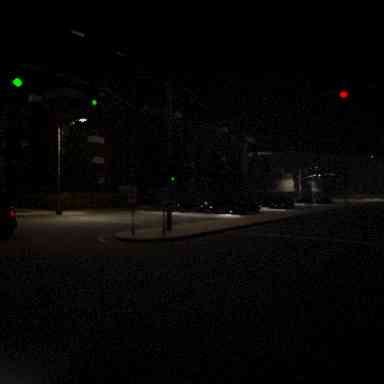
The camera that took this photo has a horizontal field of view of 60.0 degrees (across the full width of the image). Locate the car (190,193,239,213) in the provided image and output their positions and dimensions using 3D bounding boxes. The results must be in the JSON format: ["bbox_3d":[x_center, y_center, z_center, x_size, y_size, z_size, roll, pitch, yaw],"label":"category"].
[{"bbox_3d":[2.572,1.096,35.715,2.150,2.045,5.566,0,0,35],"label":"car"}]

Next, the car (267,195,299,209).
[{"bbox_3d":[11.688,1.398,42.621,1.837,1.490,4.892,0,1,35],"label":"car"}]

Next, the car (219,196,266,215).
[{"bbox_3d":[5.149,1.445,33.300,2.033,1.411,5.357,0,0,35],"label":"car"}]

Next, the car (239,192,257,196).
[{"bbox_3d":[8.058,1.072,49.615,2.150,2.045,5.566,0,0,35],"label":"car"}]

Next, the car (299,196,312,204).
[{"bbox_3d":[20.685,1.473,61.403,1.895,1.301,4.718,0,0,35],"label":"car"}]

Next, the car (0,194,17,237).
[{"bbox_3d":[-10.568,1.101,15.823,5.566,2.045,2.150,0,0,35],"label":"car"}]

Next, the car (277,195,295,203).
[{"bbox_3d":[18.020,1.378,63.692,1.812,1.442,4.674,0,0,35],"label":"car"}]

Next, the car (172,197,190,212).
[{"bbox_3d":[-0.908,1.353,36.846,1.837,1.490,4.892,0,1,35],"label":"car"}]

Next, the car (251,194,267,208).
[{"bbox_3d":[10.467,1.379,46.967,1.837,1.490,4.892,0,0,35],"label":"car"}]

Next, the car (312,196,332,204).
[{"bbox_3d":[23.649,1.444,59.530,2.033,1.411,5.357,0,0,35],"label":"car"}]
